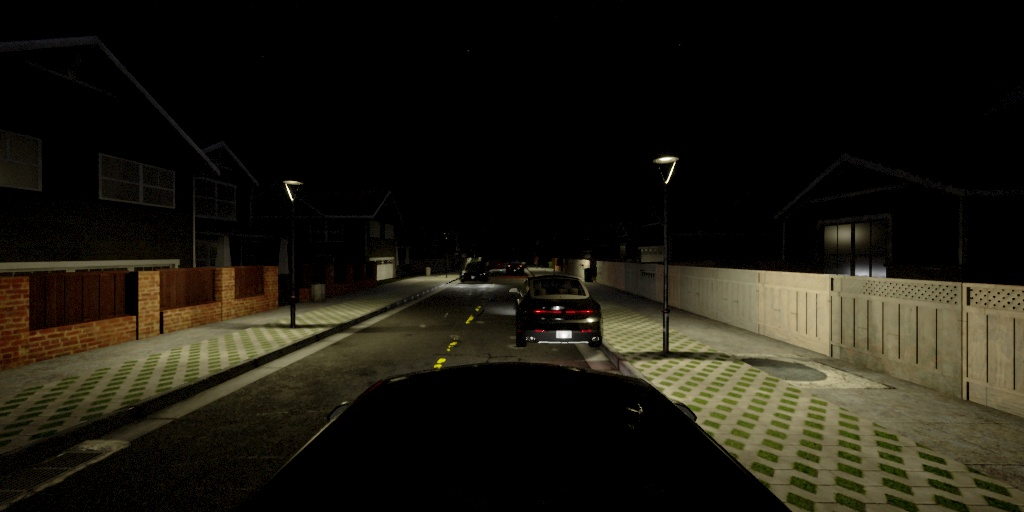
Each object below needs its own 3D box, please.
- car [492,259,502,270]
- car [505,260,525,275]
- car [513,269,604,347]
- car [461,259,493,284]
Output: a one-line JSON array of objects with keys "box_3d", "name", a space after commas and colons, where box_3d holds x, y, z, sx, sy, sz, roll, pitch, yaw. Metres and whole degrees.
[{"box_3d": [-2.422, 1.159, 52.489, 1.882, 1.535, 5.008, 0, 0, 0], "name": "car"}, {"box_3d": [0.311, 1.198, 37.573, 2.128, 1.511, 4.902, 0, 0, 1], "name": "car"}, {"box_3d": [1.010, 1.251, 9.265, 1.837, 1.490, 4.892, 0, 0, 0], "name": "car"}, {"box_3d": [-2.683, 1.229, 27.088, 1.837, 1.490, 4.892, 0, 0, 0], "name": "car"}]
